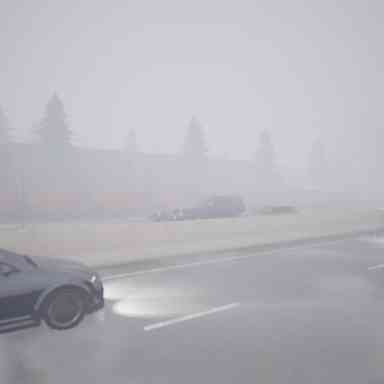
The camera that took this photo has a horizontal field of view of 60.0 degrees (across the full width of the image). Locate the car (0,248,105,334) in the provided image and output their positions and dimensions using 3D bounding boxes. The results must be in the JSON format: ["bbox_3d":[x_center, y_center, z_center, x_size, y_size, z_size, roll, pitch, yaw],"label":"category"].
[{"bbox_3d":[-3.619,1.564,5.464,4.181,1.385,1.994,0,0,-36],"label":"car"}]

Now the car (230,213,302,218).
[{"bbox_3d":[4.704,1.511,20.243,4.892,1.490,1.837,0,0,-36],"label":"car"}]

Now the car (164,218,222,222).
[{"bbox_3d":[1.198,1.228,22.044,5.566,2.045,2.150,0,0,-35],"label":"car"}]

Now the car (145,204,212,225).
[{"bbox_3d":[-0.927,1.606,24.826,4.718,1.301,1.895,0,0,-35],"label":"car"}]
